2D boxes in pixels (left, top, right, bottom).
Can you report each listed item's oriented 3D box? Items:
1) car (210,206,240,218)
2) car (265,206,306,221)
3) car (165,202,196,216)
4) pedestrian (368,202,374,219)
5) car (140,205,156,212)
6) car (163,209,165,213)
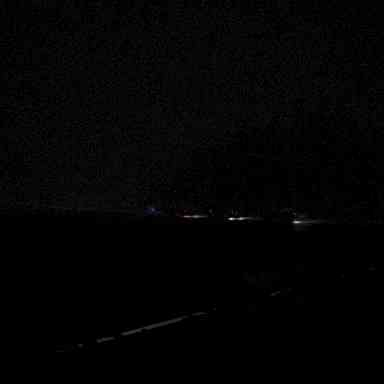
[{"bbox_3d":[4.270,2.581,43.777,1.837,1.490,4.892,1,-2,-33],"label":"car"},{"bbox_3d":[9.793,2.259,35.342,1.812,1.442,4.674,1,-2,-33],"label":"car"},{"bbox_3d":[-1.591,2.644,52.755,2.150,2.045,5.566,1,-2,-33],"label":"car"},{"bbox_3d":[18.911,1.917,35.292,0.375,1.860,0.375,-2,1,-33],"label":"pedestrian"},{"bbox_3d":[-9.418,3.569,71.262,1.812,1.442,4.674,1,-2,-33],"label":"car"},{"bbox_3d":[-3.704,3.347,62.699,1.895,1.301,4.718,1,-2,-33],"label":"car"}]
